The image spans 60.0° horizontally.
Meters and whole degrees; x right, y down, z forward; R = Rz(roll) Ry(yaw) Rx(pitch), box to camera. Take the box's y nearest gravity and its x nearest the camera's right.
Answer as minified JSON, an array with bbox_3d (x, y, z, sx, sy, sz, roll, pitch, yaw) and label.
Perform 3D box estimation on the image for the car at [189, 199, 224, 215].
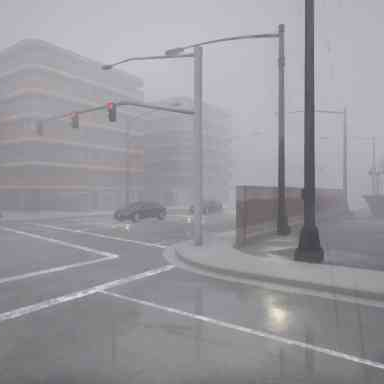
[{"bbox_3d":[1.597,1.505,34.480,1.837,1.490,4.892,0,0,35],"label":"car"}]

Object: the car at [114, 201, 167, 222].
[{"bbox_3d":[-3.996,1.505,26.359,1.837,1.490,4.892,0,0,35],"label":"car"}]
